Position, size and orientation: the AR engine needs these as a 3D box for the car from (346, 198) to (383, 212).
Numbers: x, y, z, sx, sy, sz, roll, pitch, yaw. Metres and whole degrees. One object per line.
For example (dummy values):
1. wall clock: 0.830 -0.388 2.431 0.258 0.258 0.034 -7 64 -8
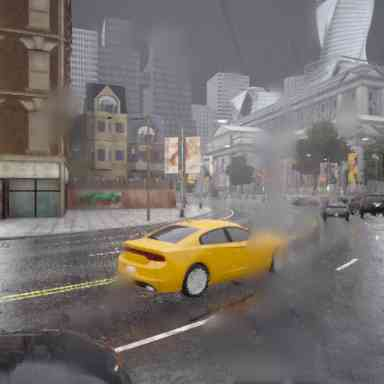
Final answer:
1. car: 19.943 1.497 38.519 2.002 1.452 4.674 0 0 1

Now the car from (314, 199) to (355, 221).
1. car: 11.453 1.474 27.030 2.128 1.511 4.902 0 0 17

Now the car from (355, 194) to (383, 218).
1. car: 15.621 1.201 29.582 2.150 2.045 5.566 0 0 13

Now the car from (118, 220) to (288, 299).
1. car: 0.551 1.471 8.615 5.008 1.535 1.882 0 0 -42

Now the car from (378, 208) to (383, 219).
1. car: 9.238 1.485 13.747 2.128 1.511 4.902 0 0 34

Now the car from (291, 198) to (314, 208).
1. car: 16.305 1.514 48.424 2.033 1.411 5.357 0 0 -8

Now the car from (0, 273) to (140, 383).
1. car: -2.593 1.523 1.767 4.674 1.442 1.812 0 0 -32
